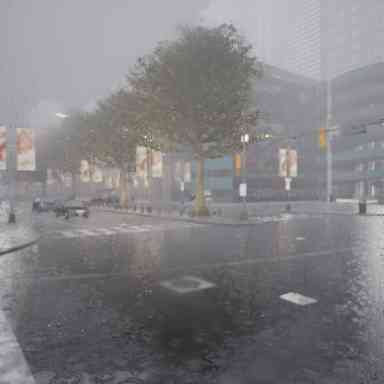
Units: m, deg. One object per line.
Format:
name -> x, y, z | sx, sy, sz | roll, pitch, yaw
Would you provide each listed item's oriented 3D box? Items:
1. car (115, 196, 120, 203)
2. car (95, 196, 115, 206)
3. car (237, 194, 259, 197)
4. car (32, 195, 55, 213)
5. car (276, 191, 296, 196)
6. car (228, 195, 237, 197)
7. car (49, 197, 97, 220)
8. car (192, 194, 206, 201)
car -> -14.591, 1.399, 60.472 | 2.128, 1.511, 4.902 | 0, 0, -36
car -> -15.026, 1.403, 54.894 | 1.882, 1.535, 5.008 | 0, 0, -36
car -> 11.464, 1.089, 64.200 | 2.002, 1.452, 4.674 | 0, 0, -36
car -> -15.947, 1.333, 36.318 | 2.097, 1.767, 4.553 | 0, 0, -35
car -> 25.193, 0.660, 89.607 | 2.435, 2.045, 5.566 | 0, 0, -36
car -> 10.662, 1.198, 78.134 | 1.895, 1.301, 4.718 | 0, 0, -36
car -> -10.229, 1.466, 28.305 | 2.128, 1.511, 4.902 | 0, 0, -36
car -> 1.000, 1.213, 71.699 | 2.161, 1.482, 4.786 | 0, 0, -36
